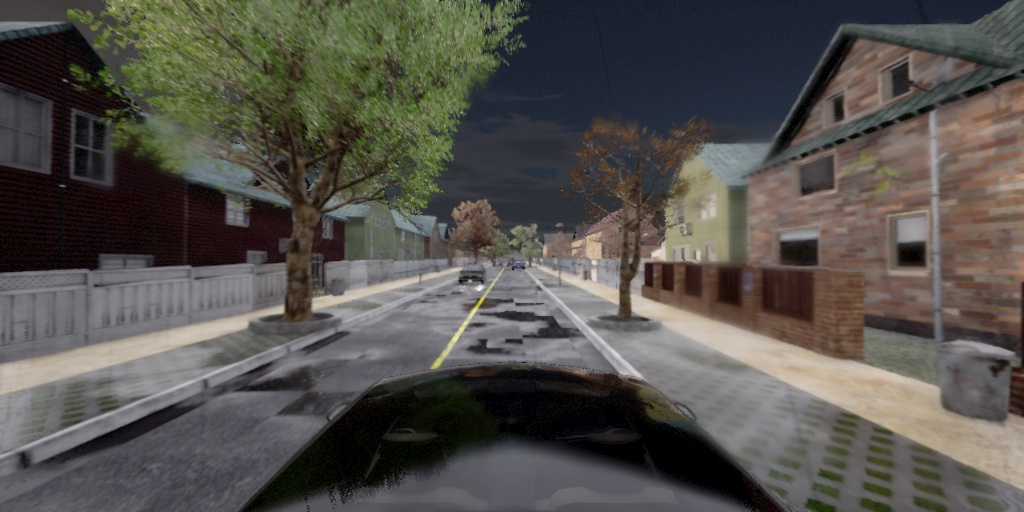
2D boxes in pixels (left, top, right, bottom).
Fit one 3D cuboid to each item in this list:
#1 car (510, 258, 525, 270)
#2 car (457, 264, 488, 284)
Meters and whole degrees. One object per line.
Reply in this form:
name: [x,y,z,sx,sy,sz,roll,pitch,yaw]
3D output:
car: [0.972,1.313,52.063,1.812,1.442,4.674,0,0,0]
car: [-2.845,1.312,27.077,2.033,1.411,5.357,0,0,0]
